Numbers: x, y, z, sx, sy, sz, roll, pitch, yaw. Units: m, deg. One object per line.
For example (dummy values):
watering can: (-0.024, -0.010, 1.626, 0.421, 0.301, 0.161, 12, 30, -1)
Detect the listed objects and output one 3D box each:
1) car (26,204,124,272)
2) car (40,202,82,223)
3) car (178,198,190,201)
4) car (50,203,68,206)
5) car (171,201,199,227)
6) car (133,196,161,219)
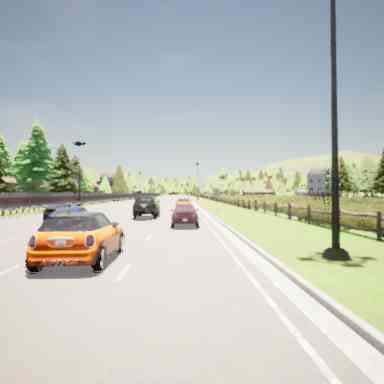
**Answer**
car: (-3.669, 1.432, 11.273, 2.097, 1.767, 4.553, -1, 0, -2)
car: (-11.155, 1.726, 28.738, 1.837, 1.490, 4.892, -1, 0, -2)
car: (-1.017, 1.514, 41.787, 2.097, 1.767, 4.553, -1, 0, -2)
car: (-7.434, 1.631, 20.839, 1.882, 1.535, 5.008, -1, 0, -2)
car: (-0.506, 1.615, 23.292, 1.812, 1.442, 4.674, -1, 0, -2)
car: (-4.228, 1.379, 31.354, 2.150, 2.045, 5.566, -1, 0, -2)
